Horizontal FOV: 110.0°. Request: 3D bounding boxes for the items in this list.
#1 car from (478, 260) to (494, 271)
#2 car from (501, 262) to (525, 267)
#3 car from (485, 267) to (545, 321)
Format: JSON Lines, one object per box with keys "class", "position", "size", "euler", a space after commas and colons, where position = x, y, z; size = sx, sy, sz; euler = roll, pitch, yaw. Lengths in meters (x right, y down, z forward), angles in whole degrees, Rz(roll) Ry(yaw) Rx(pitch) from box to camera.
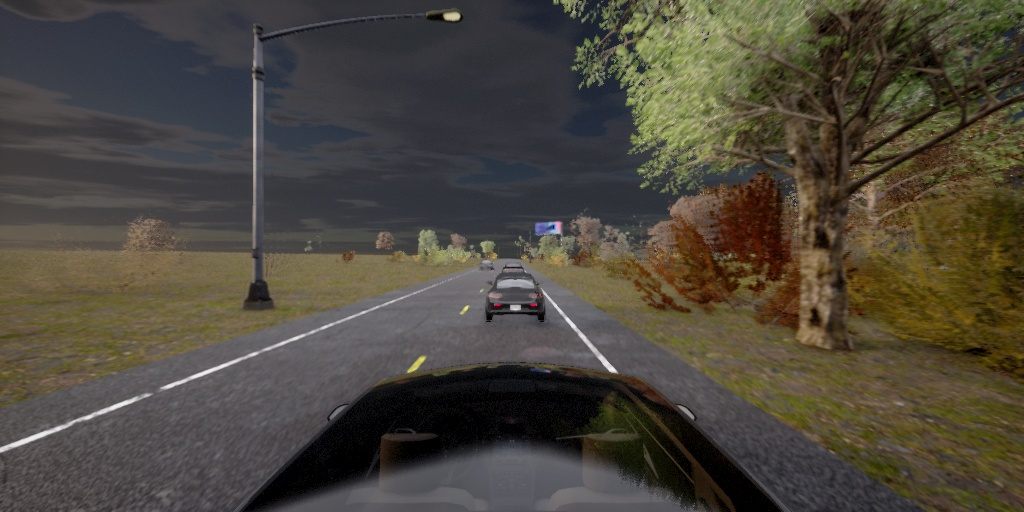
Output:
{"class": "car", "position": [-3.540, 1.294, 50.148], "size": [1.812, 1.442, 4.674], "euler": [0, 0, 0]}
{"class": "car", "position": [0.098, 1.249, 30.168], "size": [2.128, 1.511, 4.902], "euler": [0, 0, 0]}
{"class": "car", "position": [0.099, 1.278, 12.347], "size": [1.812, 1.442, 4.674], "euler": [0, 0, 0]}
